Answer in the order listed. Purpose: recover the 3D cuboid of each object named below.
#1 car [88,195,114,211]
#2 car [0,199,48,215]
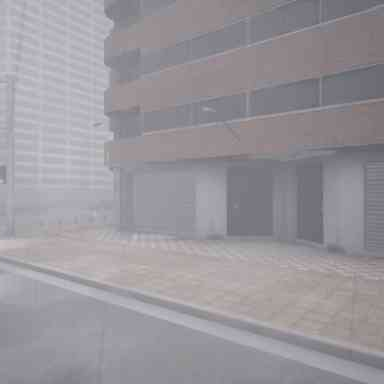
[{"bbox_3d":[-10.478,1.505,40.915,1.837,1.490,4.892,0,0,37],"label":"car"},{"bbox_3d":[-16.726,1.505,32.660,1.837,1.490,4.892,0,0,37],"label":"car"}]
